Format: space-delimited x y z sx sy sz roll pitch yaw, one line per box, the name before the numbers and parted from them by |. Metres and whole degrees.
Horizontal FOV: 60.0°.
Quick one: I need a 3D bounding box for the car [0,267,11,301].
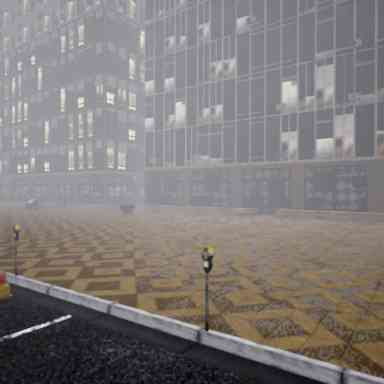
car | -5.588 1.522 6.827 4.829 1.417 1.752 0 0 35
